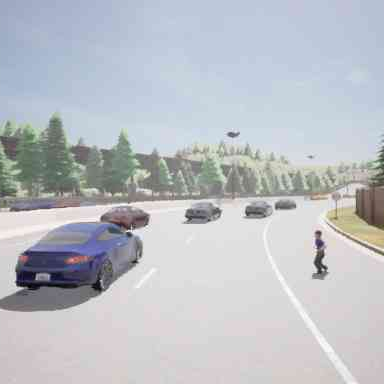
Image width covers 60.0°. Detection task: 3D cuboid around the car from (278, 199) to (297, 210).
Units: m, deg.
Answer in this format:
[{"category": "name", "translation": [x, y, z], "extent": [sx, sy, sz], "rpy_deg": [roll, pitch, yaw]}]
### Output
[{"category": "car", "translation": [12.168, 1.558, 43.167], "extent": [1.994, 1.385, 4.181], "rpy_deg": [0, 0, 32]}]

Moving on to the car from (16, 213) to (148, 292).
[{"category": "car", "translation": [-2.705, 1.524, 8.896], "extent": [1.812, 1.442, 4.674], "rpy_deg": [0, 0, 6]}]

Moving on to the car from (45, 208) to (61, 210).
[{"category": "car", "translation": [-11.803, 1.473, 32.732], "extent": [1.882, 1.535, 5.008], "rpy_deg": [0, 0, 19]}]

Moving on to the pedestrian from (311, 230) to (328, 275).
[{"category": "pedestrian", "translation": [3.503, 1.573, 8.984], "extent": [0.375, 1.300, 0.375], "rpy_deg": [0, 0, 7]}]

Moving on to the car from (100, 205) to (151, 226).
[{"category": "car", "translation": [-4.106, 1.561, 20.897], "extent": [1.994, 1.385, 4.181], "rpy_deg": [0, 0, 13]}]

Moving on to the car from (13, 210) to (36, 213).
[{"category": "car", "translation": [-15.490, 1.348, 32.585], "extent": [2.097, 1.767, 4.553], "rpy_deg": [0, 0, 18]}]

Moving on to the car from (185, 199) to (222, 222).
[{"category": "car", "translation": [1.010, 1.544, 26.517], "extent": [2.033, 1.411, 5.357], "rpy_deg": [0, 0, 18]}]

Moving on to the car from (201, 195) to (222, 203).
[{"category": "car", "translation": [4.038, 1.462, 68.661], "extent": [1.882, 1.535, 5.008], "rpy_deg": [0, 0, 36]}]

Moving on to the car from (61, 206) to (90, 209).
[{"category": "car", "translation": [-9.122, 1.522, 29.665], "extent": [1.812, 1.442, 4.674], "rpy_deg": [0, 0, 18]}]

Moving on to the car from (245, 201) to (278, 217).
[{"category": "car", "translation": [6.325, 1.542, 31.057], "extent": [2.033, 1.411, 5.357], "rpy_deg": [0, 0, 23]}]
